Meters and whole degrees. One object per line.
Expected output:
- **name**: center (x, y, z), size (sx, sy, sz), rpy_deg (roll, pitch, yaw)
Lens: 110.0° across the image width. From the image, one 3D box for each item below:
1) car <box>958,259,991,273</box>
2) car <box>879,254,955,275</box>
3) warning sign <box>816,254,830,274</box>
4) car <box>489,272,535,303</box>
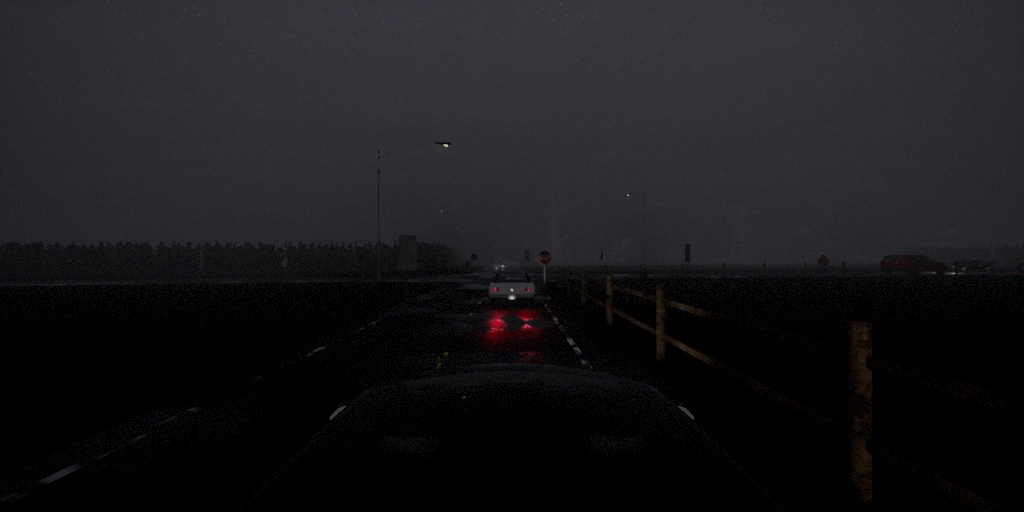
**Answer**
- **car**: center (49.674, 1.093, 39.312), size (4.892, 1.490, 1.837), rpy_deg (0, 0, -5)
- **car**: center (39.965, 0.815, 35.744), size (5.566, 2.045, 2.150), rpy_deg (0, 0, -5)
- **warning sign**: center (28.086, 0.713, 32.291), size (1.060, 1.860, 1.300), rpy_deg (0, 0, -5)
- **car**: center (-0.001, 1.374, 16.525), size (1.895, 1.301, 4.718), rpy_deg (0, 0, 0)
